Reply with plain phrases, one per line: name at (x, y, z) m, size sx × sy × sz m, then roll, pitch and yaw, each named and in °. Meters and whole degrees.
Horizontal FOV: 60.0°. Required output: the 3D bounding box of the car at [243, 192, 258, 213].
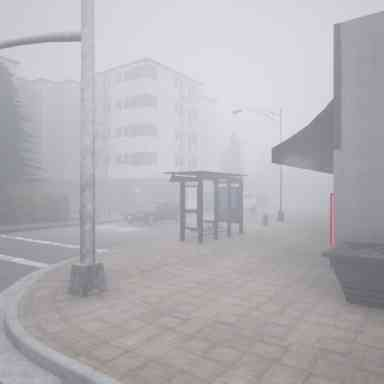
car at (4.261, 1.046, 31.494) m, size 2.150 × 2.045 × 5.566 m, roll 0°, pitch 0°, yaw 36°

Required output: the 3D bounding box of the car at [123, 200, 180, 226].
car at (-2.399, 1.328, 22.225) m, size 1.837 × 1.490 × 4.892 m, roll 0°, pitch 0°, yaw 36°
